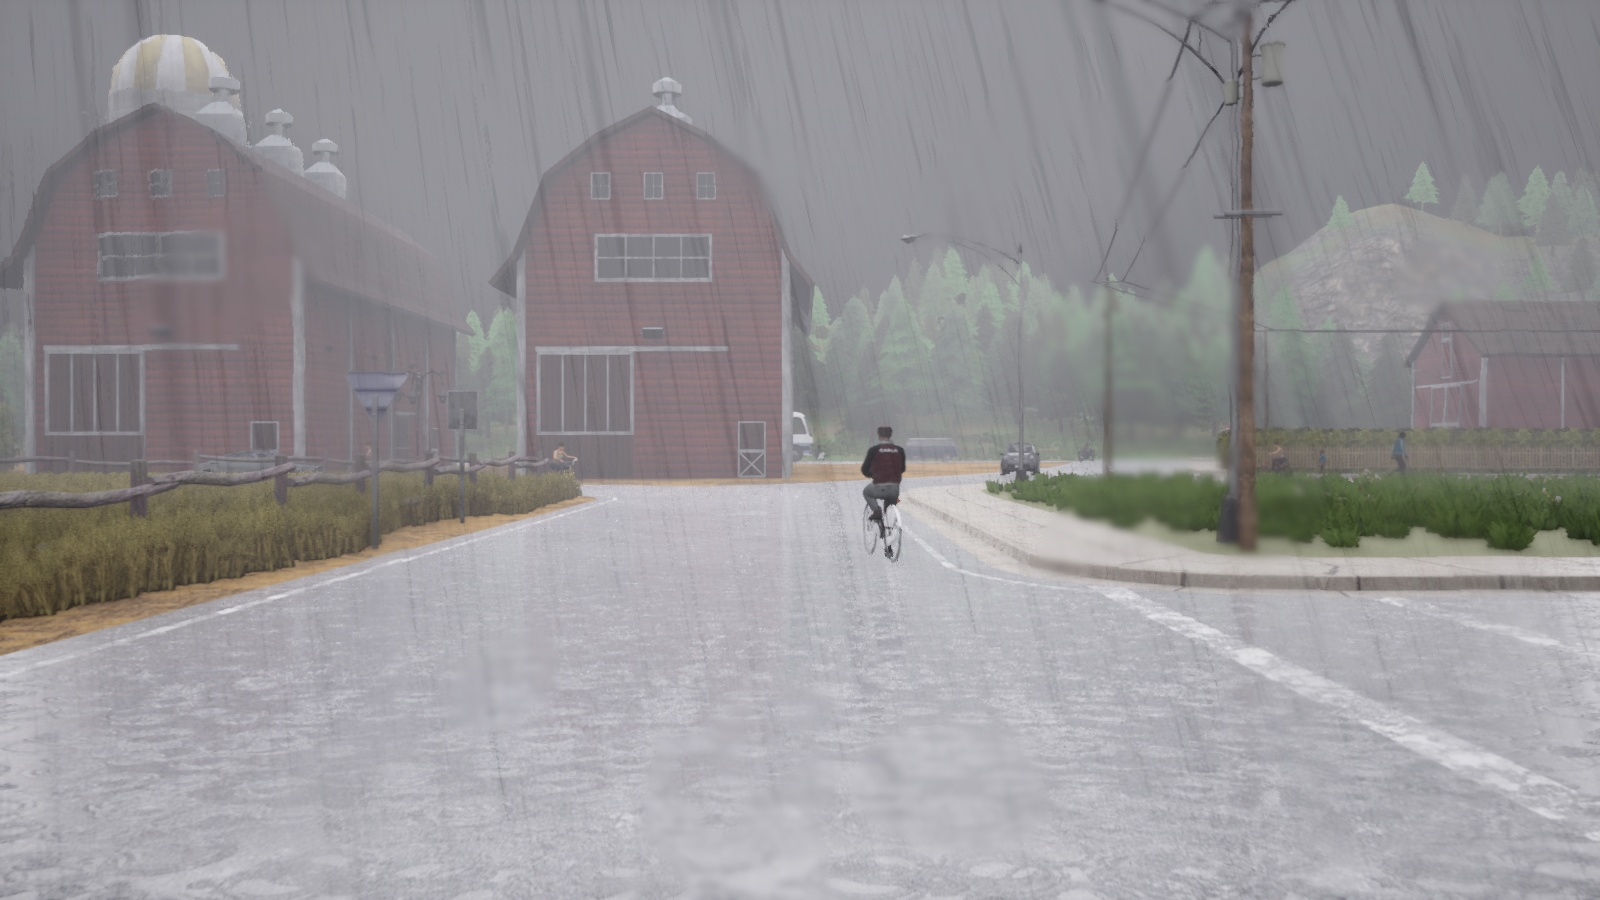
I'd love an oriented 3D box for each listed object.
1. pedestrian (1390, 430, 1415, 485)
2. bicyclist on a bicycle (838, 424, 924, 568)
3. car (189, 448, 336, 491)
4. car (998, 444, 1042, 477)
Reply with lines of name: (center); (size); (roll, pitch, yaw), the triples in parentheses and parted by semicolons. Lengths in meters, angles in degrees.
pedestrian: (21.488, 0.260, 44.793); (0.692, 1.930, 0.396); (0, 0, -1)
bicyclist on a bicycle: (1.034, 0.559, 16.454); (0.659, 1.776, 1.843); (0, 0, -12)
car: (-18.179, 0.644, 42.620); (4.181, 1.385, 1.994); (0, 0, -3)
car: (10.329, 0.466, 58.778); (1.845, 1.501, 3.633); (0, 0, 12)
